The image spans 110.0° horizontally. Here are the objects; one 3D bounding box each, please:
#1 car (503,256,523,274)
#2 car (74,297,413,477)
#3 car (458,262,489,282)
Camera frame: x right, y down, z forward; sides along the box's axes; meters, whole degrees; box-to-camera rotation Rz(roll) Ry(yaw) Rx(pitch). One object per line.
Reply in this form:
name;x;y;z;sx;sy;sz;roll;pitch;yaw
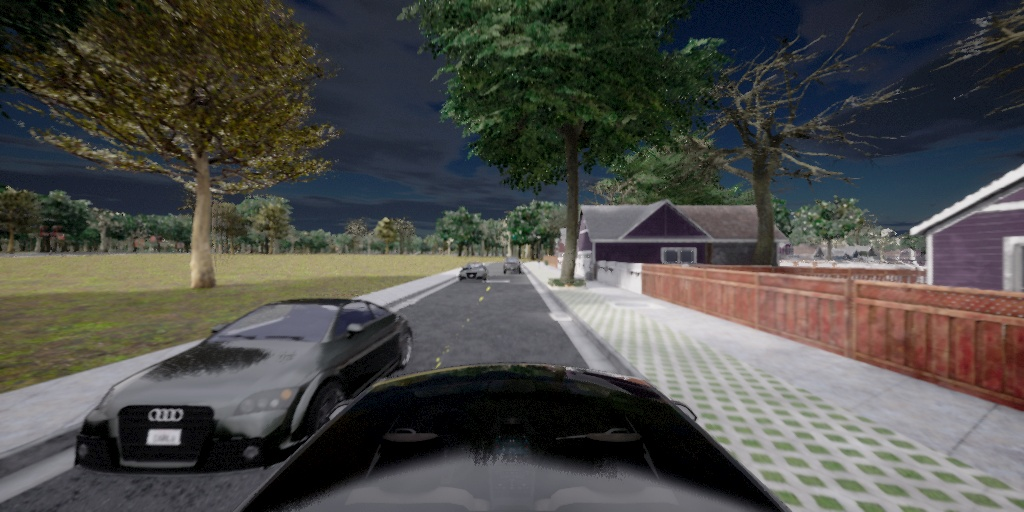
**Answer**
car;0.066;1.024;37.799;2.128;1.511;4.902;0;0;1
car;-2.830;1.300;4.949;1.994;1.385;4.181;0;0;1
car;-2.849;1.176;27.197;1.994;1.385;4.181;0;0;0
